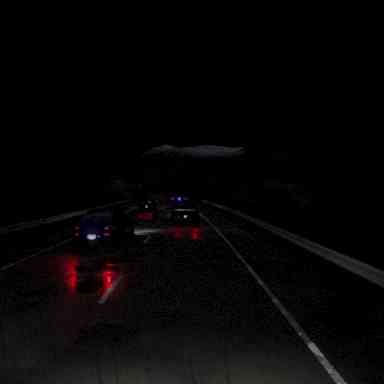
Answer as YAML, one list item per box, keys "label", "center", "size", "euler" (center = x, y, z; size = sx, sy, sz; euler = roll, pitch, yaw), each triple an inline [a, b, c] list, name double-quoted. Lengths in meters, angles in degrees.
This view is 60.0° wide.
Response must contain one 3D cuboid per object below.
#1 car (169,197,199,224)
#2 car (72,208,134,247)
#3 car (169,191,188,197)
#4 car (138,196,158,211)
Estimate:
- label: "car"
  center: [-0.530, 1.313, 23.226]
  size: [2.128, 1.511, 4.902]
  euler: [0, 0, -3]
- label: "car"
  center: [-3.670, 1.418, 14.233]
  size: [1.812, 1.442, 4.674]
  euler: [0, 0, -2]
- label: "car"
  center: [-1.644, 0.910, 41.135]
  size: [2.150, 2.045, 5.566]
  euler: [0, 1, -4]
- label: "car"
  center: [-4.849, 1.227, 36.732]
  size: [1.837, 1.490, 4.892]
  euler: [0, 0, -4]
